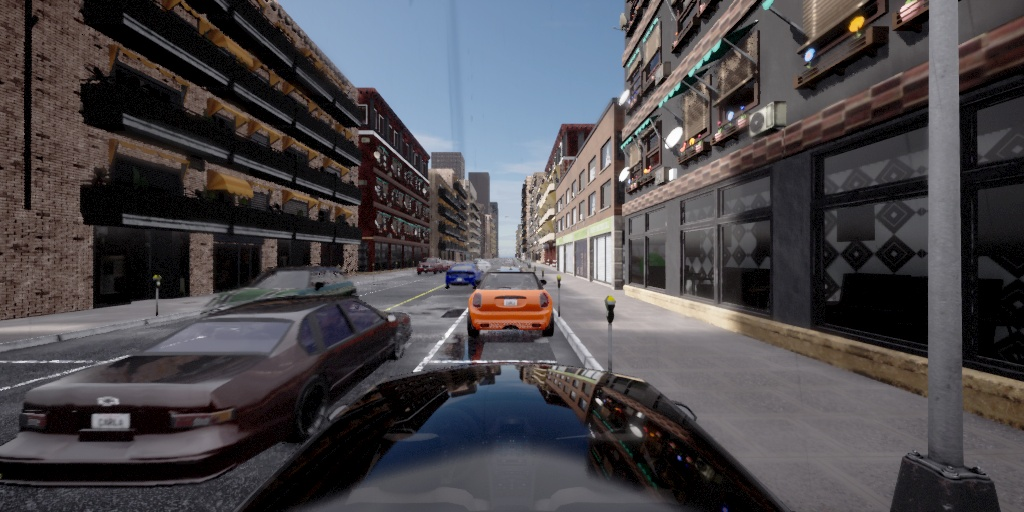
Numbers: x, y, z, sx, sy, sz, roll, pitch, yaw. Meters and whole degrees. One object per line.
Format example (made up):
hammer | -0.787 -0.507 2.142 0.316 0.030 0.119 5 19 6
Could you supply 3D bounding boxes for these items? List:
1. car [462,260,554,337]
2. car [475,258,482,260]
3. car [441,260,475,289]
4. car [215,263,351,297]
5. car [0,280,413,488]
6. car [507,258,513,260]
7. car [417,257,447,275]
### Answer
car | -0.032 1.103 10.469 2.097 1.767 4.553 0 0 0
car | -3.145 1.275 39.824 1.812 1.442 4.674 0 0 0
car | -3.045 1.228 23.307 1.882 1.535 5.008 0 0 0
car | -6.246 1.102 10.262 2.097 1.767 4.553 0 0 0
car | -3.039 1.298 5.227 2.033 1.411 5.357 0 0 0
car | -0.456 1.275 39.173 1.751 1.417 4.829 0 0 0
car | -8.837 1.064 39.007 2.192 1.841 5.009 0 0 0
